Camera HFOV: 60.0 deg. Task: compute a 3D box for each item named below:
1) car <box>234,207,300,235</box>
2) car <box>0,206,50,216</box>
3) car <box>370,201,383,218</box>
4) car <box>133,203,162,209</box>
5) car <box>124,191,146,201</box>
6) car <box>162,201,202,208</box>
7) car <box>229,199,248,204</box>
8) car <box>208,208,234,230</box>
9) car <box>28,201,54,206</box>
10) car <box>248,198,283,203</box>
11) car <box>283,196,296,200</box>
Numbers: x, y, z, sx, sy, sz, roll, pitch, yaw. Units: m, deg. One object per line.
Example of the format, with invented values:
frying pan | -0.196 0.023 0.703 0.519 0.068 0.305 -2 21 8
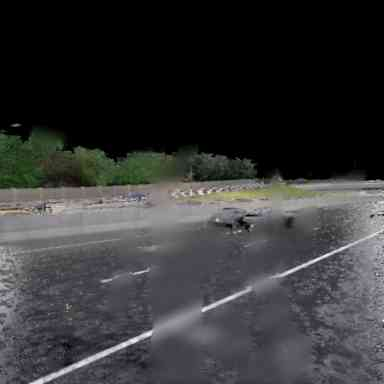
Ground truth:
car | 4.913 1.646 20.101 2.128 1.511 4.902 -2 -1 40
car | -12.206 1.965 21.806 1.882 1.535 5.008 -2 -1 40
car | 17.116 1.507 29.379 1.812 1.442 4.674 -2 -1 40
car | -5.003 2.028 35.807 1.837 1.490 4.892 -2 -1 40
car | -11.116 0.987 64.887 2.150 2.045 5.566 -1 2 26
car | -0.610 1.779 35.606 2.097 1.767 4.553 -2 -1 40
car | 7.394 1.853 50.626 2.128 1.511 4.902 -2 -1 40
car | 2.964 1.793 23.219 1.994 1.385 4.181 -2 -1 40
car | -20.227 1.976 44.569 2.128 1.511 4.902 -1 1 22
car | 10.992 1.818 49.480 2.033 1.411 5.357 -2 -1 40
car | 18.473 1.611 63.885 2.097 1.767 4.553 -2 -1 40
